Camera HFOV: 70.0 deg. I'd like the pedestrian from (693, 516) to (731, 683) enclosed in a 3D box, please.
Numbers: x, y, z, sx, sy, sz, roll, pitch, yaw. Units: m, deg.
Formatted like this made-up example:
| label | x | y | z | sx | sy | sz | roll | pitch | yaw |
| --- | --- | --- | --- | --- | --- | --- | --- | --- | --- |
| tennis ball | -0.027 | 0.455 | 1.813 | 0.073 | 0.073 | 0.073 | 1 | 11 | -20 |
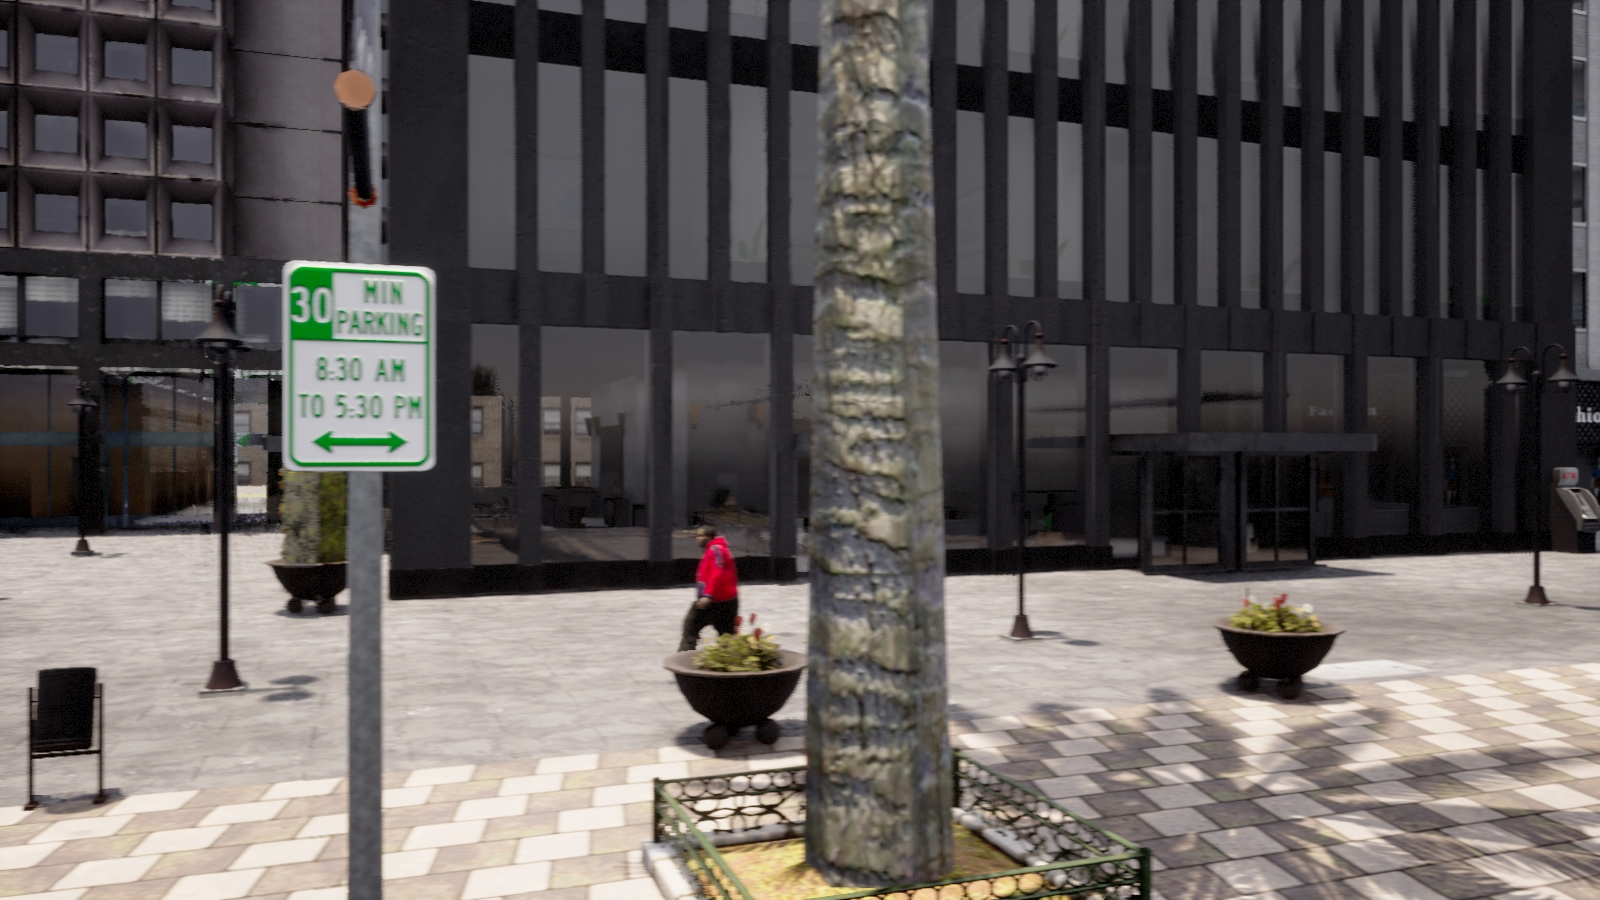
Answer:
| label | x | y | z | sx | sy | sz | roll | pitch | yaw |
| --- | --- | --- | --- | --- | --- | --- | --- | --- | --- |
| pedestrian | -1.013 | 1.704 | 13.119 | 0.375 | 1.860 | 0.375 | 0 | 0 | -15 |
